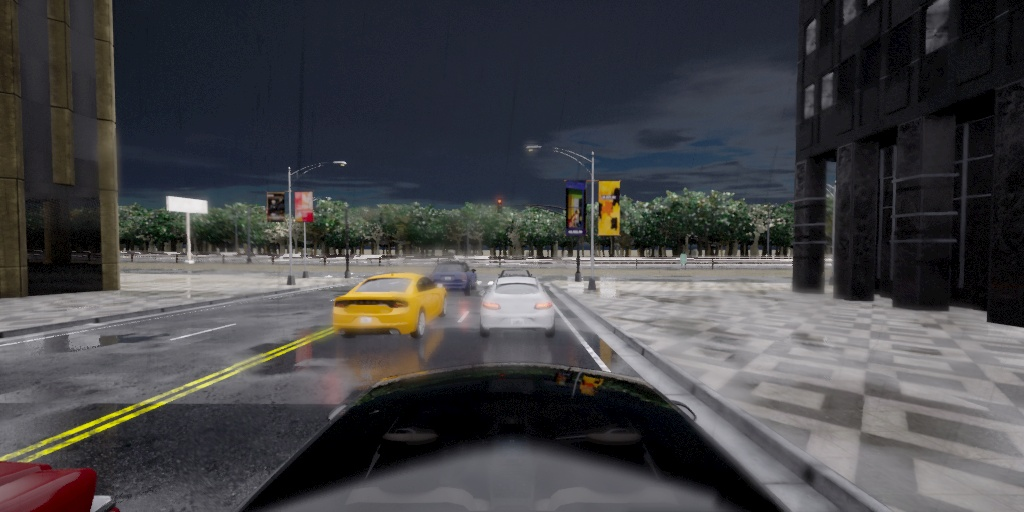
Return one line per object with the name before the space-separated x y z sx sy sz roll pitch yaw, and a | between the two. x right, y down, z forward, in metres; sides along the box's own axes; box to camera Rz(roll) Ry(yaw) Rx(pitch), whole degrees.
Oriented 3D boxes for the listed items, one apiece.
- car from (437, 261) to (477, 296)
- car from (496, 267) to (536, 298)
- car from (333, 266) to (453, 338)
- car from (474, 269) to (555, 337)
car | -3.072 1.093 19.339 2.097 1.767 4.553 0 0 0
car | 0.180 1.342 19.328 1.895 1.301 4.718 0 0 0
car | -3.114 1.223 10.157 1.882 1.535 5.008 0 0 0
car | 0.138 1.271 10.166 1.812 1.442 4.674 0 0 0
